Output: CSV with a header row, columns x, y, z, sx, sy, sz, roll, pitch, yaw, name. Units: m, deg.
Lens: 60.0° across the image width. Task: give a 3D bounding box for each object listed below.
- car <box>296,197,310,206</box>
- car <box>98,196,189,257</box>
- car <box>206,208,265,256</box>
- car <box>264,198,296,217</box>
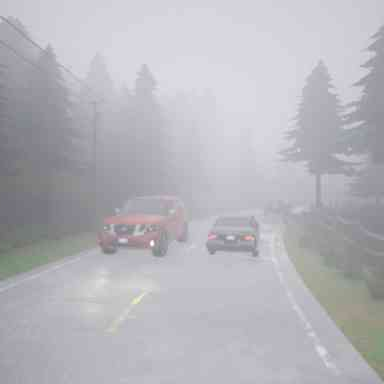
x,y,z,sx,sy,sz,roll,pitch,yaw,name
16.855,1.565,52.202,1.882,1.535,5.008,0,0,38,car
-1.631,1.198,13.308,2.150,2.045,5.566,0,0,12,car
1.786,1.550,13.307,2.033,1.411,5.357,0,0,12,car
8.319,1.390,31.794,2.097,1.767,4.553,1,0,25,car
